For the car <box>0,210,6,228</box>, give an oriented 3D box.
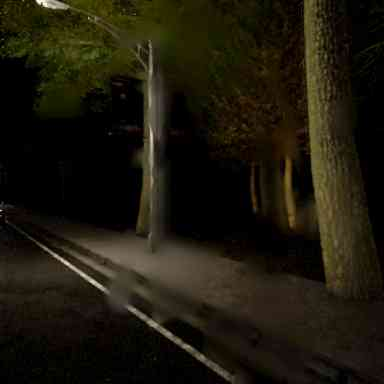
[{"bbox_3d":[-13.685,1.688,22.297,1.994,1.385,4.181,0,0,-34],"label":"car"}]
